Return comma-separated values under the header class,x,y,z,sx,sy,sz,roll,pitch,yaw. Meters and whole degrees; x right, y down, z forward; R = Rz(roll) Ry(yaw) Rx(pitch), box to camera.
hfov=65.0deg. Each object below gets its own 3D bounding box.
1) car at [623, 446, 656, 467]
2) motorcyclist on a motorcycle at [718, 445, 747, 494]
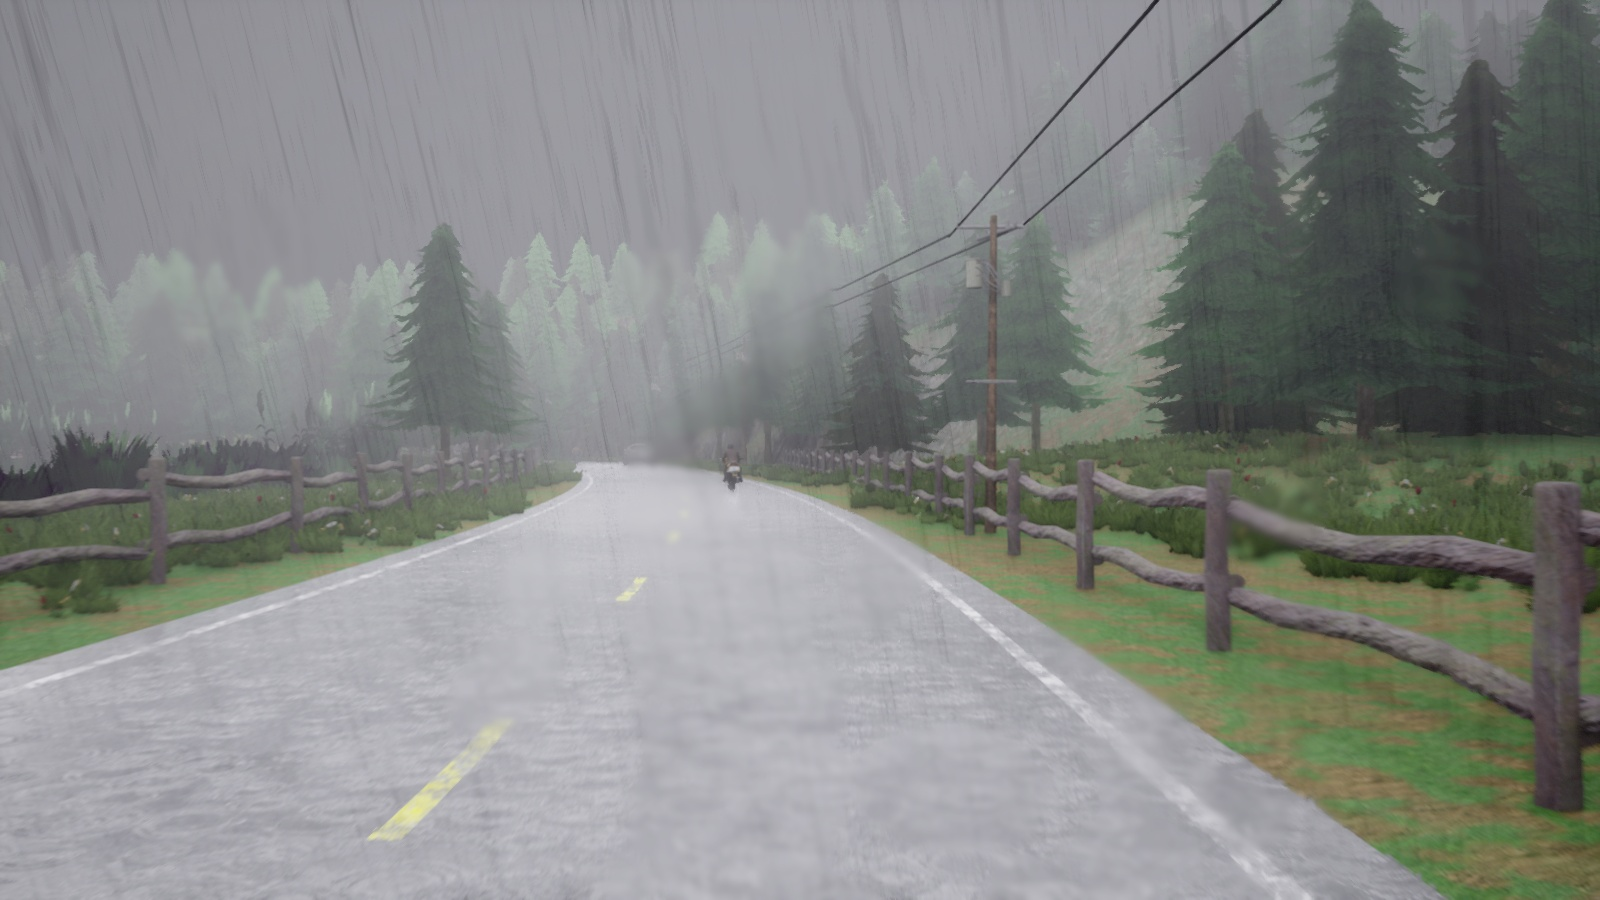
class,x,y,z,sx,sy,sz,roll,pitch,yaw
car,-11.444,0.421,89.481,1.970,1.475,3.806,0,0,-13
motorcyclist on a motorcycle,-2.151,0.601,39.906,0.797,1.523,2.044,0,0,-7
